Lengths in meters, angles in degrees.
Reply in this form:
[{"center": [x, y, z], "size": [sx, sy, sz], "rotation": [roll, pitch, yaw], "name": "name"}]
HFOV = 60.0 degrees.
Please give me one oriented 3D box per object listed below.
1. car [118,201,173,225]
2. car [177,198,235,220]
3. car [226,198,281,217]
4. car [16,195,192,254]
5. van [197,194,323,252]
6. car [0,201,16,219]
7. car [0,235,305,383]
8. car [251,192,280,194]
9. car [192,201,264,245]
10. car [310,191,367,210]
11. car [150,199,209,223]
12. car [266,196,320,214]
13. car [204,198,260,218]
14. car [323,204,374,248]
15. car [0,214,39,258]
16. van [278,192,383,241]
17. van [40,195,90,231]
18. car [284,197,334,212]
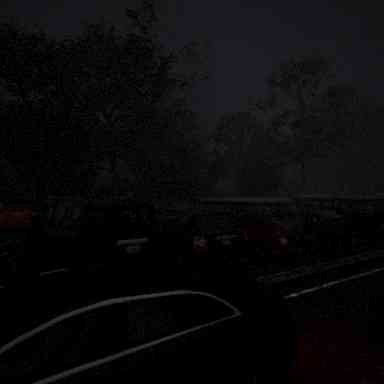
[{"center": [-3.479, 1.416, 24.019], "size": [2.002, 1.452, 4.674], "rotation": [-1, 0, -36], "name": "car"}, {"center": [1.055, 1.331, 27.256], "size": [2.097, 1.535, 5.008], "rotation": [-1, 0, -36], "name": "car"}, {"center": [5.566, 1.315, 30.524], "size": [2.163, 1.488, 4.792], "rotation": [-1, 0, -36], "name": "car"}, {"center": [-2.669, 1.195, 8.565], "size": [2.435, 2.045, 5.566], "rotation": [-1, 0, -35], "name": "car"}, {"center": [1.977, 1.171, 11.703], "size": [1.878, 1.987, 4.442], "rotation": [-1, 0, -36], "name": "van"}, {"center": [-10.261, 1.322, 19.142], "size": [2.185, 1.767, 4.553], "rotation": [-1, 0, -36], "name": "car"}, {"center": [-1.153, 1.487, 2.863], "size": [4.902, 1.511, 2.128], "rotation": [-1, 0, -36], "name": "car"}, {"center": [7.861, 1.013, 32.096], "size": [2.435, 2.045, 5.566], "rotation": [-1, 0, -36], "name": "car"}, {"center": [-0.353, 1.294, 10.143], "size": [2.185, 1.767, 4.553], "rotation": [-1, 0, -36], "name": "car"}, {"center": [16.823, 0.948, 38.504], "size": [2.435, 2.045, 5.566], "rotation": [0, 0, -36], "name": "car"}, {"center": [-1.107, 1.350, 25.490], "size": [1.946, 1.575, 5.366], "rotation": [-1, 0, -36], "name": "car"}, {"center": [10.116, 1.246, 33.736], "size": [2.097, 1.535, 5.008], "rotation": [0, 0, -36], "name": "car"}, {"center": [3.334, 1.338, 28.857], "size": [2.163, 1.488, 4.792], "rotation": [-1, 0, -36], "name": "car"}, {"center": [4.196, 1.375, 13.424], "size": [2.231, 1.521, 4.892], "rotation": [-1, 0, -36], "name": "car"}, {"center": [-4.938, 1.474, 6.919], "size": [2.231, 1.521, 4.892], "rotation": [-1, 0, -35], "name": "car"}, {"center": [6.404, 1.125, 15.152], "size": [1.878, 1.987, 4.442], "rotation": [-1, 0, -36], "name": "van"}, {"center": [-8.084, 1.196, 20.876], "size": [1.878, 1.987, 4.442], "rotation": [-1, 0, -35], "name": "van"}, {"center": [12.279, 1.269, 35.286], "size": [2.002, 1.452, 4.674], "rotation": [0, 0, -36], "name": "car"}]
